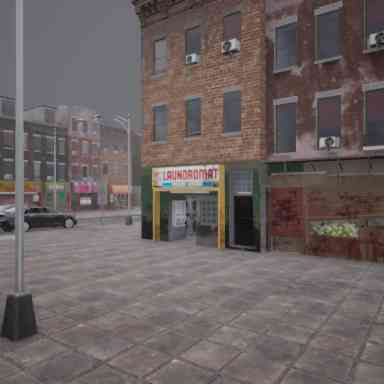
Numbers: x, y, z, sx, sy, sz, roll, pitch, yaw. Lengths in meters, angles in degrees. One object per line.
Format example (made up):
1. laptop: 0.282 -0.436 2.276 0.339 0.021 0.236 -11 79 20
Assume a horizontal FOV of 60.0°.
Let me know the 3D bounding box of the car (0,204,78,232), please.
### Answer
1. car: -9.290 1.574 20.184 1.837 1.490 4.892 0 0 35
